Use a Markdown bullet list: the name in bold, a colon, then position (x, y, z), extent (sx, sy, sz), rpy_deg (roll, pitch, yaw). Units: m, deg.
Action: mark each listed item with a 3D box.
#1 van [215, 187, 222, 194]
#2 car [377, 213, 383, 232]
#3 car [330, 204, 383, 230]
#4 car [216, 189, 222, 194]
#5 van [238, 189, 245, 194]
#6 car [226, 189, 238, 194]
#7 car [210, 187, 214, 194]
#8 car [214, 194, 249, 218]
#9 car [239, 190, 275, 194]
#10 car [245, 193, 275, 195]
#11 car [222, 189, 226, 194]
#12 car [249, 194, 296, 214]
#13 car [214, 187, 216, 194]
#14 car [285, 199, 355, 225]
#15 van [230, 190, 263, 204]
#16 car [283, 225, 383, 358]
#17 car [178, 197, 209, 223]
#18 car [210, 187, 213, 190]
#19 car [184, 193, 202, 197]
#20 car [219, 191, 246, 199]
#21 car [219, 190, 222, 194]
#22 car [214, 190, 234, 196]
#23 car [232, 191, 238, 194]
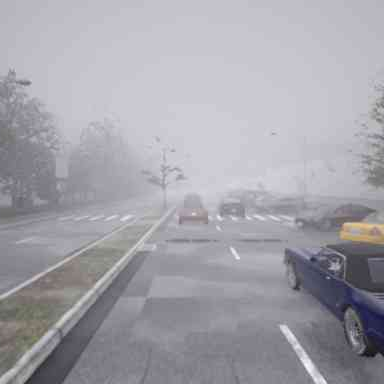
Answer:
- **van**: position (7.972, 0.250, 72.404), extent (4.442, 1.987, 1.878), rpy_deg (0, 2, -20)
- **car**: position (8.076, 1.449, 9.655), extent (4.674, 1.452, 2.002), rpy_deg (1, 1, -20)
- **car**: position (8.244, 1.374, 12.727), extent (5.366, 1.575, 1.946), rpy_deg (1, 0, -20)
- **car**: position (7.904, 0.668, 63.438), extent (5.366, 1.575, 1.946), rpy_deg (0, 1, -20)
- **van**: position (8.185, 0.802, 39.678), extent (4.442, 1.987, 1.878), rpy_deg (1, 1, -20)
- **car**: position (8.053, 0.698, 45.585), extent (5.566, 2.045, 2.435), rpy_deg (1, 1, -20)
- **car**: position (7.904, 0.235, 81.344), extent (5.366, 1.575, 1.946), rpy_deg (0, 2, -20)
- **car**: position (3.103, 1.179, 27.089), extent (1.882, 1.535, 5.008), rpy_deg (0, 1, 0)
- **car**: position (8.046, 0.940, 36.644), extent (4.553, 1.767, 2.185), rpy_deg (1, 1, -20)
- **car**: position (8.069, 1.145, 33.674), extent (4.674, 1.452, 2.002), rpy_deg (1, 1, -20)
- **car**: position (8.104, 0.620, 51.581), extent (5.566, 2.045, 2.435), rpy_deg (1, 1, -20)
- **car**: position (8.048, 1.173, 30.656), extent (4.792, 1.488, 2.163), rpy_deg (1, 1, -20)
- **car**: position (8.049, 0.274, 75.433), extent (4.553, 1.767, 2.185), rpy_deg (0, 1, -20)
- **car**: position (8.047, 1.330, 18.651), extent (4.792, 1.488, 2.163), rpy_deg (1, 1, -20)
- **van**: position (7.969, 0.684, 48.538), extent (4.442, 1.987, 1.878), rpy_deg (1, 1, -20)
- **car**: position (3.101, 1.559, 5.873), extent (1.895, 1.301, 4.718), rpy_deg (0, 0, 0)
- **car**: position (0.102, 1.320, 22.861), extent (1.994, 1.385, 4.181), rpy_deg (0, 1, 0)
- **car**: position (8.074, 0.033, 90.357), extent (4.674, 1.452, 2.002), rpy_deg (0, 1, -20)
- **car**: position (0.103, 0.871, 40.995), extent (2.097, 1.767, 4.553), rpy_deg (0, 1, 0)
- **car**: position (8.102, 0.643, 66.507), extent (4.792, 1.488, 2.163), rpy_deg (0, 1, -20)
- **car**: position (8.048, 0.758, 60.512), extent (4.792, 1.488, 2.163), rpy_deg (0, 1, -20)
- **car**: position (8.104, 0.185, 84.406), extent (4.792, 1.488, 2.163), rpy_deg (0, 1, -20)
- **car**: position (8.068, 0.989, 42.620), extent (4.892, 1.521, 2.231), rpy_deg (1, 1, -20)
